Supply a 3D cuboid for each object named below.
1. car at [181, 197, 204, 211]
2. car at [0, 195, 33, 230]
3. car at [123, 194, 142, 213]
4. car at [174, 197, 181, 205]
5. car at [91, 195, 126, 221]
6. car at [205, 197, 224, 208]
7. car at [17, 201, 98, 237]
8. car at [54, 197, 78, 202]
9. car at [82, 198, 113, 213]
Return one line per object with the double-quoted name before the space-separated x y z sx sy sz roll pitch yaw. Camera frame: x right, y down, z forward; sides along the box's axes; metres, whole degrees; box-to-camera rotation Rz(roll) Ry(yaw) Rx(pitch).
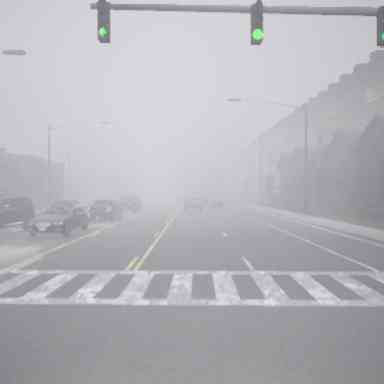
"car" 0.093 1.354 40.763 2.097 1.767 4.553 0 0 0
"car" -10.567 1.223 17.951 2.150 2.045 5.566 0 0 2
"car" -7.058 1.223 37.720 2.150 2.045 5.566 0 0 0
"car" -1.878 1.603 59.668 1.895 1.301 4.718 0 0 -18
"car" -7.079 1.353 27.142 2.097 1.767 4.553 0 0 0
"car" 3.461 1.566 48.599 1.994 1.385 4.181 0 0 -3
"car" -7.080 1.493 18.197 2.128 1.511 4.902 0 0 0
"car" -10.573 1.353 27.481 2.097 1.767 4.553 0 0 0
"car" -10.556 1.493 37.481 2.128 1.511 4.902 0 0 0
